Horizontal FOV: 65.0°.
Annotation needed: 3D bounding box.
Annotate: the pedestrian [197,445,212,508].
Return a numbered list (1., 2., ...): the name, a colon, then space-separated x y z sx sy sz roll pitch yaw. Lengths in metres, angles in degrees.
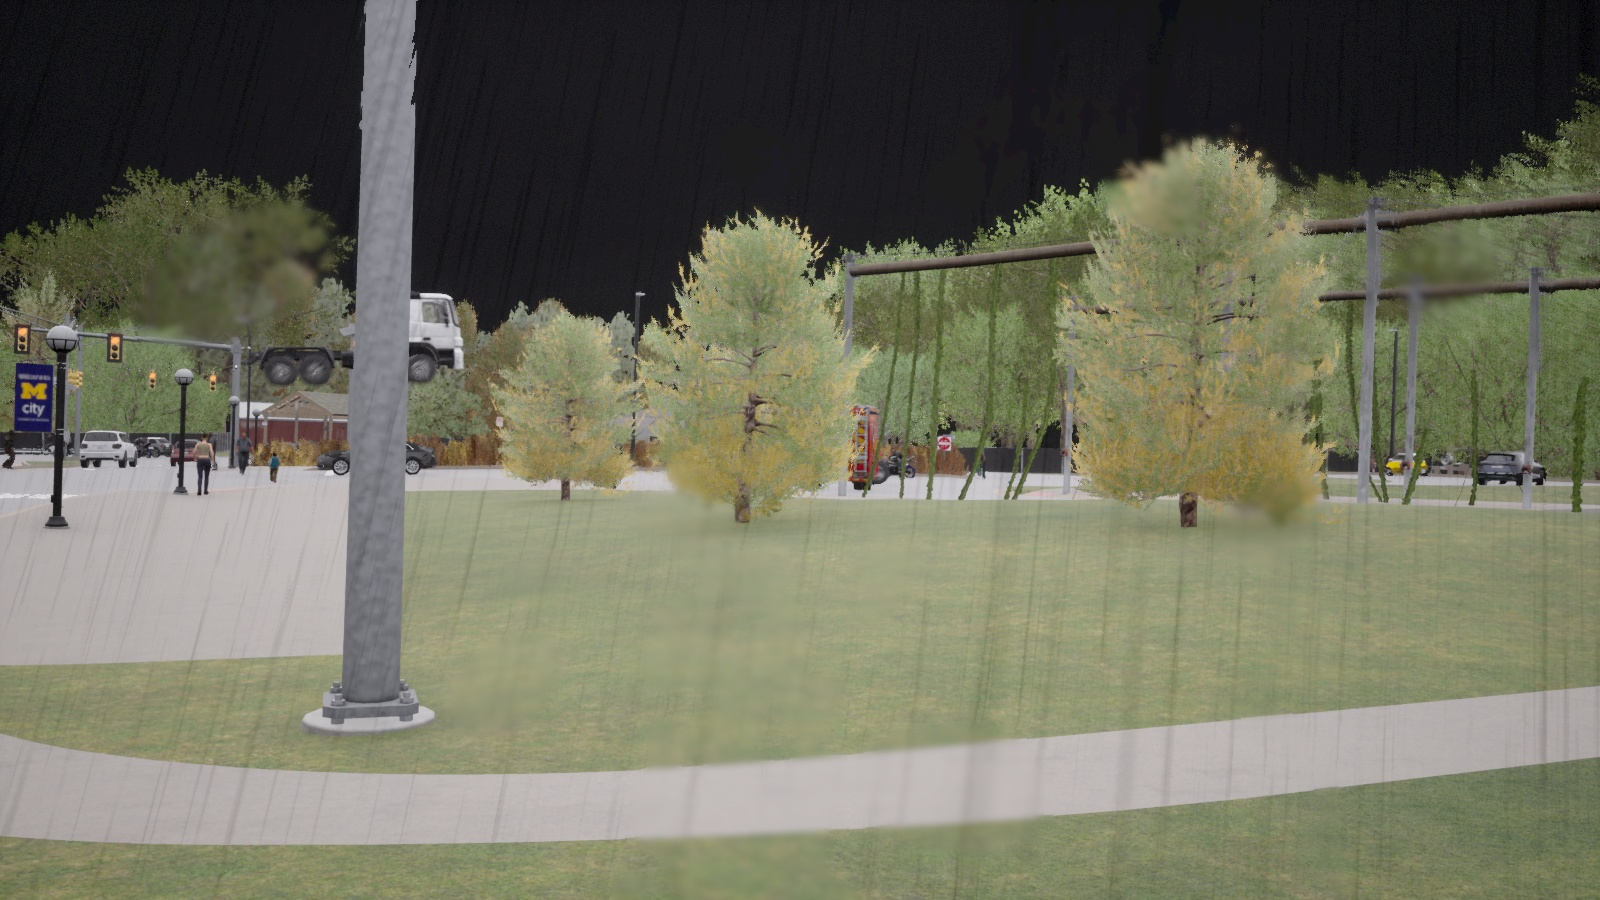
1. pedestrian: -17.467 0.770 36.829 0.345 1.836 0.594 1 0 -20

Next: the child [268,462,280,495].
1. child: -19.141 1.034 45.710 0.343 1.192 0.448 0 0 -32

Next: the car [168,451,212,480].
1. car: -36.863 0.900 75.986 1.851 1.617 3.988 -1 1 -19

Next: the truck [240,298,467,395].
1. truck: -17.329 -4.058 48.915 7.936 3.462 2.891 -4 4 -22

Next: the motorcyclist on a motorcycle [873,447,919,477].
1. motorcyclist on a motorcycle: 5.031 0.623 65.882 2.191 1.530 0.866 0 0 -13

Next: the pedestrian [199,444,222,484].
1. pedestrian: -27.735 0.654 59.054 0.849 1.883 0.563 1 0 -9

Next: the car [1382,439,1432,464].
1. car: 35.160 0.085 72.774 1.481 1.376 2.207 -1 1 -21

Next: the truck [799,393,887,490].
1. truck: 1.985 -0.393 54.236 2.891 3.827 8.468 0 1 8

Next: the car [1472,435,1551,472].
1. car: 33.523 0.119 59.086 2.033 1.649 4.856 1 2 44

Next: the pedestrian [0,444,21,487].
1. pedestrian: -35.485 0.710 56.452 0.692 1.930 0.395 1 0 -13

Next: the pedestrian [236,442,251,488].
1. pedestrian: -22.857 0.609 51.550 0.540 1.848 0.694 1 0 -23

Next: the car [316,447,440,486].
1. car: -18.053 0.697 53.746 4.892 1.490 1.837 -1 1 -20

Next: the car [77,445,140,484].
1. car: -38.546 0.798 70.137 2.150 2.045 5.566 -1 0 -19
